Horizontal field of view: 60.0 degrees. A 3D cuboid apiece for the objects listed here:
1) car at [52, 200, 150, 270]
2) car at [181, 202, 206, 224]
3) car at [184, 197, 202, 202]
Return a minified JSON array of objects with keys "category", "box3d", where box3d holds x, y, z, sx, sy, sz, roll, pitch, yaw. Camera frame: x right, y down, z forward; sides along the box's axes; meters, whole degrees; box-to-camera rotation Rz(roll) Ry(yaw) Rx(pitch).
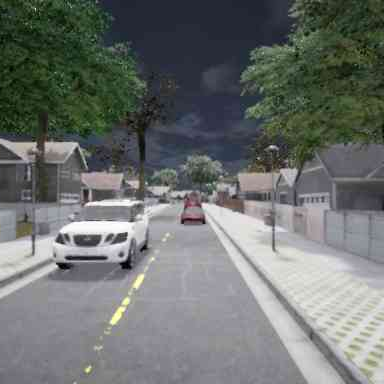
[{"category":"car","box3d":[-2.810,1.304,11.638,2.150,2.045,5.566,0,-1,0]},{"category":"car","box3d":[0.112,1.777,27.034,1.994,1.385,4.181,0,0,1]},{"category":"car","box3d":[0.129,1.612,43.746,2.150,2.045,5.566,0,-1,0]}]
